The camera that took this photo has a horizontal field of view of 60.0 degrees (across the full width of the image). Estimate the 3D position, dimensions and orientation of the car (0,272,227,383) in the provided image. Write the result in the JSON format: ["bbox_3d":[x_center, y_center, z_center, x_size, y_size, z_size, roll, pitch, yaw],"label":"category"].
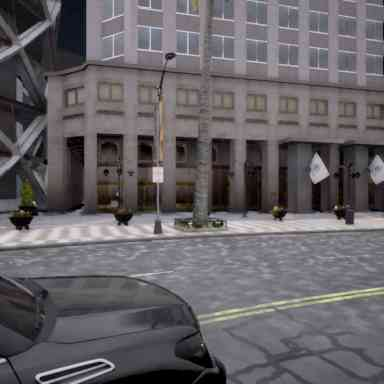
[{"bbox_3d":[-2.378,1.222,1.937,5.566,2.045,2.150,0,0,-35],"label":"car"}]
